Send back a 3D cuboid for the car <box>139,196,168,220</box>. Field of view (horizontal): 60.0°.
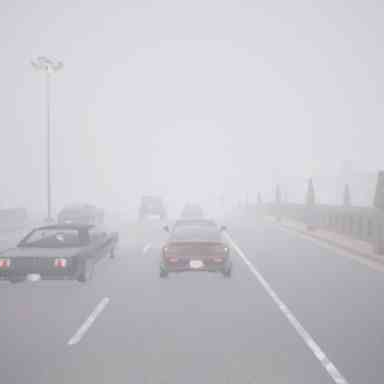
[{"bbox_3d":[-3.455,1.477,30.282,2.150,2.045,5.566,0,-3,0],"label":"car"}]

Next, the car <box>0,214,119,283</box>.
[{"bbox_3d":[-3.415,1.546,9.411,1.895,1.301,4.718,0,0,0],"label":"car"}]

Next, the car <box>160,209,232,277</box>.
[{"bbox_3d":[0.087,1.464,9.920,1.812,1.442,4.674,0,0,0],"label":"car"}]

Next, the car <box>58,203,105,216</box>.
[{"bbox_3d":[-6.937,1.452,21.243,1.837,1.490,4.892,0,-1,0],"label":"car"}]

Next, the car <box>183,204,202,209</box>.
[{"bbox_3d":[0.051,1.670,27.393,2.033,1.411,5.357,0,-2,0],"label":"car"}]
